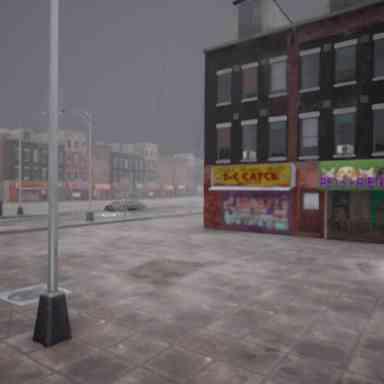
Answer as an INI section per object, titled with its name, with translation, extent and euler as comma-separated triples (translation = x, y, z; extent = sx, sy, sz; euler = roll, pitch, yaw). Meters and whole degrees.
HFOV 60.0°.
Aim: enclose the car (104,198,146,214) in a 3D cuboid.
[car]
translation = -6.444, 1.283, 32.126
extent = 1.994, 1.385, 4.181
euler = 1, 1, 35
